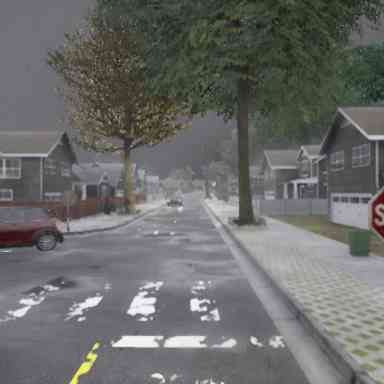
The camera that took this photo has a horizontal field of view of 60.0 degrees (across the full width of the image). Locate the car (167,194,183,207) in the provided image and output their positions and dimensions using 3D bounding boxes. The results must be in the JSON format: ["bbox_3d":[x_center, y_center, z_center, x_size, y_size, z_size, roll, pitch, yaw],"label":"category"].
[{"bbox_3d":[-2.469,1.152,47.795,2.097,1.767,4.553,0,0,0],"label":"car"}]

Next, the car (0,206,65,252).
[{"bbox_3d":[-7.273,1.342,12.579,4.553,1.767,2.097,1,-1,-25],"label":"car"}]
